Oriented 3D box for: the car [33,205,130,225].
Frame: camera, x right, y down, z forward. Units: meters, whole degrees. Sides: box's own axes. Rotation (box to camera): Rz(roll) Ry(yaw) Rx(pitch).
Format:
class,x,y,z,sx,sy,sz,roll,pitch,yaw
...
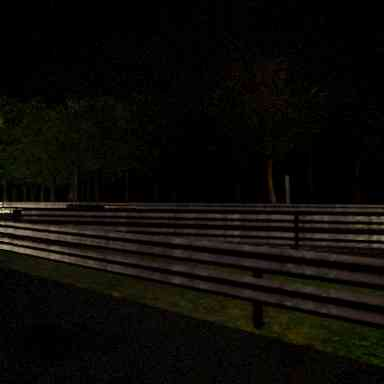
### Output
class,x,y,z,sx,sy,sz,roll,pitch,yaw
car,-5.919,1.380,17.643,5.357,1.411,2.033,-1,0,23
